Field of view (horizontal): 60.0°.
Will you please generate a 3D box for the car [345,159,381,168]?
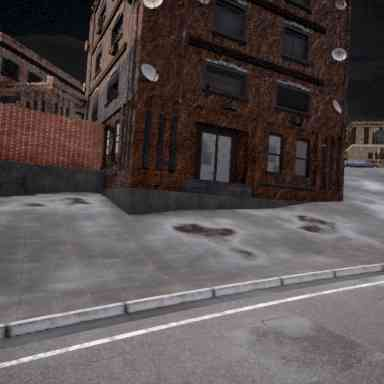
[{"bbox_3d":[21.218,-3.296,41.902,4.553,1.767,2.185,2,-3,15],"label":"car"}]
